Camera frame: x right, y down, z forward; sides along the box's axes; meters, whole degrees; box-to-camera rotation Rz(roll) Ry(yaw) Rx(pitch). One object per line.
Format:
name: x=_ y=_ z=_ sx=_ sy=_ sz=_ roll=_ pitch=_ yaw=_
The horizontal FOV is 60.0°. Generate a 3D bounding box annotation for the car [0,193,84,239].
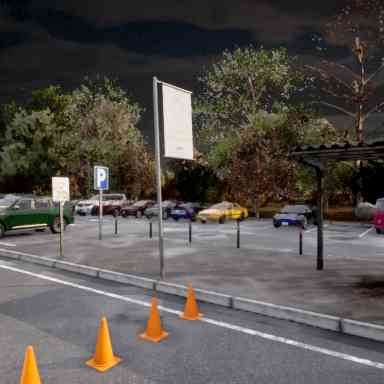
car: x=-8.873 y=1.220 z=17.271 sx=2.435 sy=2.045 sz=5.566 roll=0 pitch=0 yaw=35

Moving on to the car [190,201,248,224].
car: x=2.389 y=1.474 z=25.149 sx=1.946 sy=1.575 sz=5.366 roll=0 pitch=0 yaw=35

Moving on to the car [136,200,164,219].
car: x=-2.041 y=1.473 z=28.499 sx=2.231 sy=1.521 sz=4.892 roll=0 pitch=0 yaw=35

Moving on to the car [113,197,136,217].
car: x=-4.312 y=1.468 z=30.095 sx=2.097 sy=1.535 sz=5.008 roll=0 pitch=0 yaw=35

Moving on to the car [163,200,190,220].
car: x=0.242 y=1.504 z=26.922 sx=2.163 sy=1.488 sz=4.792 roll=0 pitch=0 yaw=35

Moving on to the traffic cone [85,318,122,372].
traffic cone: x=-1.164 y=1.957 z=4.385 sx=0.340 sy=0.580 sz=0.340 roll=0 pitch=0 yaw=35

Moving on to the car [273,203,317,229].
car: x=7.020 y=1.513 z=22.084 sx=2.163 sy=1.488 sz=4.792 roll=0 pitch=0 yaw=35

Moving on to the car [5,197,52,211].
car: x=-20.197 y=1.451 z=41.295 sx=2.163 sy=1.488 sz=4.792 roll=0 pitch=0 yaw=35

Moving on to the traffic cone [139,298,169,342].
traffic cone: x=-0.589 y=1.957 z=5.201 sx=0.340 sy=0.580 sz=0.340 roll=0 pitch=0 yaw=35

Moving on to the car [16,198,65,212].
car: x=-17.954 y=1.468 z=39.646 sx=2.163 sy=1.488 sz=4.792 roll=0 pitch=0 yaw=35

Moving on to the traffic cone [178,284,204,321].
traffic cone: x=-0.014 y=1.957 z=6.017 sx=0.340 sy=0.580 sz=0.340 roll=0 pitch=0 yaw=36

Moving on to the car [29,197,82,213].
car: x=-15.564 y=1.443 z=38.227 sx=1.946 sy=1.575 sz=5.366 roll=0 pitch=0 yaw=35

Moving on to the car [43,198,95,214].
car: x=-13.401 y=1.454 z=36.474 sx=2.097 sy=1.535 sz=5.008 roll=0 pitch=0 yaw=35

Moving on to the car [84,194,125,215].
car: x=-8.873 y=1.211 z=33.261 sx=2.435 sy=2.045 sz=5.566 roll=0 pitch=0 yaw=35

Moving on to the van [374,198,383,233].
van: x=11.644 y=1.264 z=19.010 sx=1.878 sy=1.987 sz=4.442 roll=0 pitch=0 yaw=35

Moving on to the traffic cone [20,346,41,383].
traffic cone: x=-1.740 y=1.957 z=3.569 sx=0.340 sy=0.580 sz=0.340 roll=0 pitch=0 yaw=35

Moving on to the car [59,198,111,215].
car: x=-11.129 y=1.461 z=34.875 sx=2.231 sy=1.521 sz=4.892 roll=0 pitch=0 yaw=35

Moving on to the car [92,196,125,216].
car: x=-6.583 y=1.466 z=31.692 sx=2.097 sy=1.535 sz=5.008 roll=0 pitch=0 yaw=35

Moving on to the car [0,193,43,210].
car: x=-22.498 y=1.152 z=42.843 sx=2.435 sy=2.045 sz=5.566 roll=0 pitch=0 yaw=35

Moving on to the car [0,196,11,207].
car: x=-29.188 y=1.332 z=47.810 sx=1.946 sy=1.575 sz=5.366 roll=1 pitch=0 yaw=35
